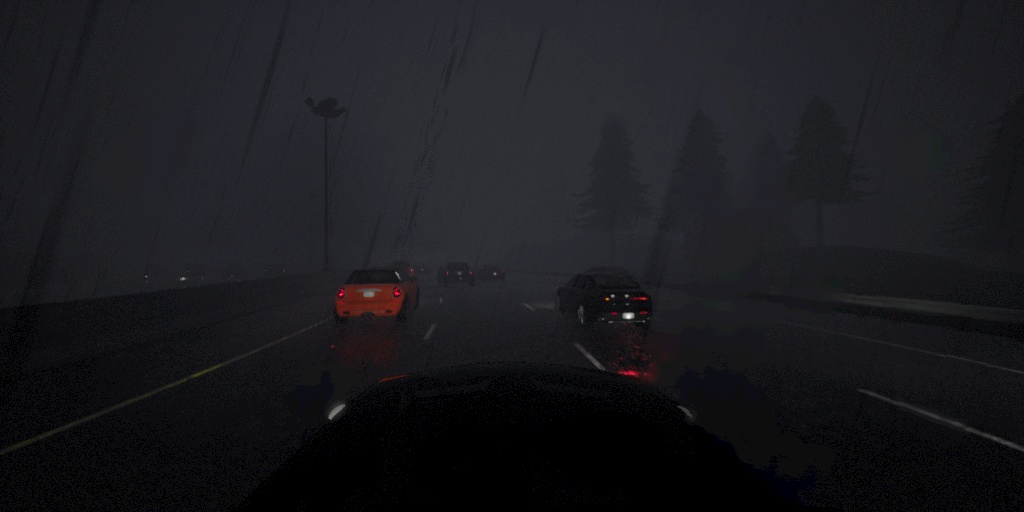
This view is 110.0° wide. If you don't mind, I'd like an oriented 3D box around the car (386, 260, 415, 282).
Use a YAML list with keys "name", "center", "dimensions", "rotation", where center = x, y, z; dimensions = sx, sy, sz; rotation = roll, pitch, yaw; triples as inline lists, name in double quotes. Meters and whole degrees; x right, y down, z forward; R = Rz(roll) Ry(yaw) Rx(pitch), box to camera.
- name: "car"
  center: [-9.963, 1.255, 31.875]
  dimensions: [2.097, 1.767, 4.553]
  rotation: [0, 0, -22]

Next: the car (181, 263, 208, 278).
- name: "car"
  center: [-34.722, 1.551, 39.315]
  dimensions: [1.837, 1.490, 4.892]
  rotation: [0, -1, -39]

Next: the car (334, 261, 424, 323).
- name: "car"
  center: [-4.547, 1.162, 12.717]
  dimensions: [2.097, 1.767, 4.553]
  rotation: [0, 0, -8]

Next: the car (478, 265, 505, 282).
- name: "car"
  center: [-2.076, 1.426, 30.853]
  dimensions: [1.994, 1.385, 4.181]
  rotation: [0, 0, -20]

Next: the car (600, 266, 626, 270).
- name: "car"
  center: [4.907, 1.294, 19.404]
  dimensions: [1.837, 1.490, 4.892]
  rotation: [0, 0, -12]

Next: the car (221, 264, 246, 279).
- name: "car"
  center: [-28.654, 1.555, 37.043]
  dimensions: [2.033, 1.411, 5.357]
  rotation: [0, 0, -34]

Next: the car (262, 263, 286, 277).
- name: "car"
  center: [-26.022, 1.508, 39.264]
  dimensions: [1.837, 1.490, 4.892]
  rotation: [0, 0, -34]

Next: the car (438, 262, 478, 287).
- name: "car"
  center: [-4.154, 1.207, 26.203]
  dimensions: [2.097, 1.767, 4.553]
  rotation: [0, 0, -17]

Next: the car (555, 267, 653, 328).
- name: "car"
  center: [2.706, 1.277, 11.506]
  dimensions: [1.837, 1.490, 4.892]
  rotation: [0, 0, -6]

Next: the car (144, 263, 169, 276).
- name: "car"
  center: [-44.407, 1.611, 44.739]
  dimensions: [4.892, 1.490, 1.837]
  rotation: [0, 0, 44]

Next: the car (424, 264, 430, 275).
- name: "car"
  center: [-10.961, 1.506, 41.702]
  dimensions: [1.994, 1.385, 4.181]
  rotation: [0, 0, -29]
